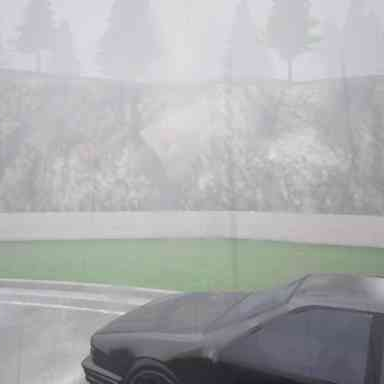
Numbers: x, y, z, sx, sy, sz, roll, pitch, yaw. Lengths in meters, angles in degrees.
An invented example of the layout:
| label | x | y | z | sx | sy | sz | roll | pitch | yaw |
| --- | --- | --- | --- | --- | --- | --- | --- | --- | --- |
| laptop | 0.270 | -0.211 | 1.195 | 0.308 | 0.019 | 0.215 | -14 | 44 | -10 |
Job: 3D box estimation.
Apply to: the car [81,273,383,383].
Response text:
| label | x | y | z | sx | sy | sz | roll | pitch | yaw |
| --- | --- | --- | --- | --- | --- | --- | --- | --- | --- |
| car | 1.514 | 1.547 | 3.029 | 5.357 | 1.411 | 2.033 | 0 | 0 | 29 |
